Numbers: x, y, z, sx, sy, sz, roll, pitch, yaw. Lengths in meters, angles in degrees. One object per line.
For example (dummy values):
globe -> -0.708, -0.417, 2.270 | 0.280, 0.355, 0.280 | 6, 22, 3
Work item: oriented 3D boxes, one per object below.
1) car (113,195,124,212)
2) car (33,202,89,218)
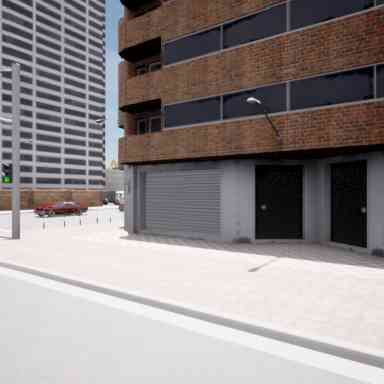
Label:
car -> -6.421, 1.477, 39.057 | 1.882, 1.535, 5.008 | 0, 0, 35
car -> -12.135, 1.601, 30.952 | 1.895, 1.301, 4.718 | 0, 0, 35
